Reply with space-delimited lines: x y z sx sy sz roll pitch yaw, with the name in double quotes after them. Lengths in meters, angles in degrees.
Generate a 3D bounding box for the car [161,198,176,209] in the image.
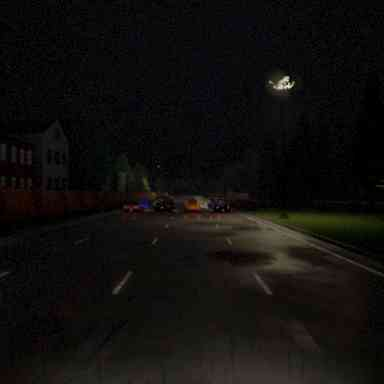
-3.495 1.742 50.186 1.837 1.490 4.892 0 0 0 "car"

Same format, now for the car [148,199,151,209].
-6.995 1.763 50.186 1.812 1.442 4.674 0 0 0 "car"

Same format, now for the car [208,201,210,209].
3.506 1.801 50.218 1.994 1.385 4.181 0 0 0 "car"

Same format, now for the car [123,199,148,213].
-6.944 1.791 40.198 1.895 1.301 4.718 0 0 1 "car"

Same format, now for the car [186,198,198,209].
0.005 1.741 50.186 1.837 1.490 4.892 0 0 0 "car"

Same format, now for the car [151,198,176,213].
-3.441 1.755 40.358 1.994 1.385 4.181 0 0 1 "car"

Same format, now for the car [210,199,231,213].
3.556 1.790 40.208 1.895 1.301 4.718 0 0 0 "car"

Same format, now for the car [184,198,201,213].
0.054 1.666 39.901 1.882 1.535 5.008 0 0 1 "car"
